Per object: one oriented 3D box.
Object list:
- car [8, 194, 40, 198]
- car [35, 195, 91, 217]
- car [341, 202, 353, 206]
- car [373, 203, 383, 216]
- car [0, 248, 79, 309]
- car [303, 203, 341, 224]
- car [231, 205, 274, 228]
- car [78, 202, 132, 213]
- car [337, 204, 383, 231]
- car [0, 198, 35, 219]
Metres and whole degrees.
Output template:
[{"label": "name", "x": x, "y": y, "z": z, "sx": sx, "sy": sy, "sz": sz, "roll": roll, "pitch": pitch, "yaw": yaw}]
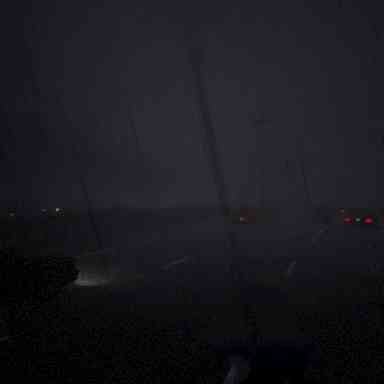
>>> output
[{"label": "car", "x": -15.983, "y": 1.233, "z": 31.011, "sx": 2.150, "sy": 2.045, "sz": 5.566, "roll": 0, "pitch": 0, "yaw": 28}, {"label": "car", "x": -9.980, "y": 1.404, "z": 27.322, "sx": 2.097, "sy": 1.767, "sz": 4.553, "roll": 0, "pitch": 0, "yaw": 28}, {"label": "car", "x": 17.785, "y": 1.926, "z": 38.102, "sx": 1.812, "sy": 1.442, "sz": 4.674, "roll": 0, "pitch": 0, "yaw": 37}, {"label": "car", "x": 19.741, "y": 1.880, "z": 34.915, "sx": 1.882, "sy": 1.535, "sz": 5.008, "roll": 0, "pitch": 0, "yaw": 36}, {"label": "car", "x": -4.356, "y": 1.533, "z": 5.655, "sx": 2.033, "sy": 1.411, "sz": 5.357, "roll": 0, "pitch": 0, "yaw": 21}, {"label": "car", "x": 10.643, "y": 1.757, "z": 27.726, "sx": 2.128, "sy": 1.511, "sz": 4.902, "roll": 0, "pitch": -1, "yaw": 32}, {"label": "car", "x": 4.517, "y": 1.662, "z": 24.313, "sx": 1.882, "sy": 1.535, "sz": 5.008, "roll": 0, "pitch": 0, "yaw": 29}, {"label": "car", "x": -6.421, "y": 1.686, "z": 26.637, "sx": 1.895, "sy": 1.301, "sz": 4.718, "roll": 0, "pitch": 0, "yaw": 28}, {"label": "car", "x": 11.518, "y": 1.793, "z": 22.576, "sx": 2.033, "sy": 1.411, "sz": 5.357, "roll": 0, "pitch": -1, "yaw": 32}, {"label": "car", "x": -14.277, "y": 1.495, "z": 26.671, "sx": 2.128, "sy": 1.511, "sz": 4.902, "roll": 0, "pitch": 0, "yaw": 27}]
